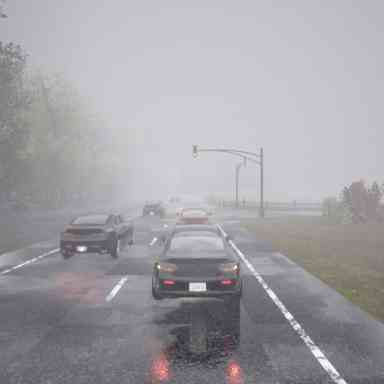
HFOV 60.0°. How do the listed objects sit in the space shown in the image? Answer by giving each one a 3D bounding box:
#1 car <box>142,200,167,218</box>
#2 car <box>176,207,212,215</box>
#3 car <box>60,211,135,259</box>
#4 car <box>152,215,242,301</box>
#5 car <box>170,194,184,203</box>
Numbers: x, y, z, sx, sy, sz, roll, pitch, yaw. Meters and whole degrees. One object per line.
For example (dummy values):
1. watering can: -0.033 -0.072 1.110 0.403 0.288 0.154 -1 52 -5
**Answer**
1. car: -3.397 1.513 30.604 1.837 1.490 4.892 0 1 0
2. car: 0.108 1.530 17.773 1.812 1.442 4.674 0 0 0
3. car: -3.399 1.507 12.678 1.837 1.490 4.892 0 0 0
4. car: 0.102 1.528 8.229 1.812 1.442 4.674 0 0 0
5. car: -3.392 1.354 69.291 2.097 1.767 4.553 0 0 0
